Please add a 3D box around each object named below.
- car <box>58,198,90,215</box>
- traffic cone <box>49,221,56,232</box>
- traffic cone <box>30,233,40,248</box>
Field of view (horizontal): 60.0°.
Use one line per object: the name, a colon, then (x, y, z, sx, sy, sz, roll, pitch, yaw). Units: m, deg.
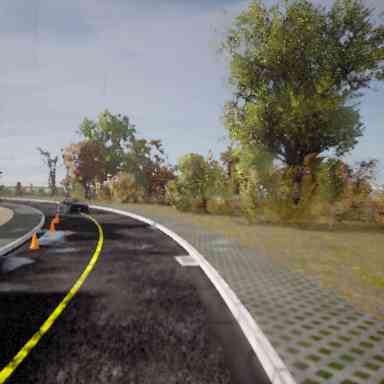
car: (-10.726, 1.232, 30.087, 1.994, 1.385, 4.181, 0, 1, -33)
traffic cone: (-7.392, 1.822, 17.623, 0.340, 0.580, 0.340, 0, 1, -17)
traffic cone: (-6.142, 1.879, 12.983, 0.340, 0.580, 0.340, 0, 1, -13)
